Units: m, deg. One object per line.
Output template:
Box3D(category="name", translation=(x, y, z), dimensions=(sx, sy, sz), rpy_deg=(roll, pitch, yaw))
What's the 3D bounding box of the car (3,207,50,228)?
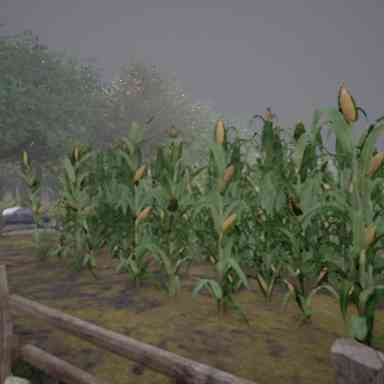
Box3D(category="car", translation=(-12.621, 1.797, 24.100), dimensions=(1.812, 1.442, 4.674), rpy_deg=(0, -1, 34))
